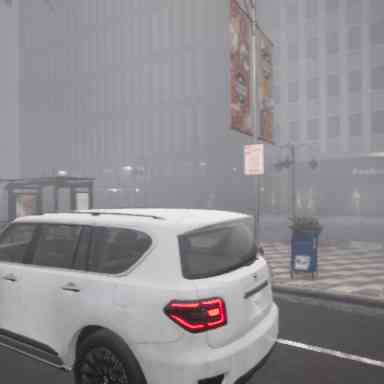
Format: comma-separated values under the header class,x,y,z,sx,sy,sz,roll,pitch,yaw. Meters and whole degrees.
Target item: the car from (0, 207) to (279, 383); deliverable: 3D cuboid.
class,x,y,z,sx,sy,sz,roll,pitch,yaw
car,-1.577,1.261,4.902,5.566,2.045,2.150,-1,0,33
